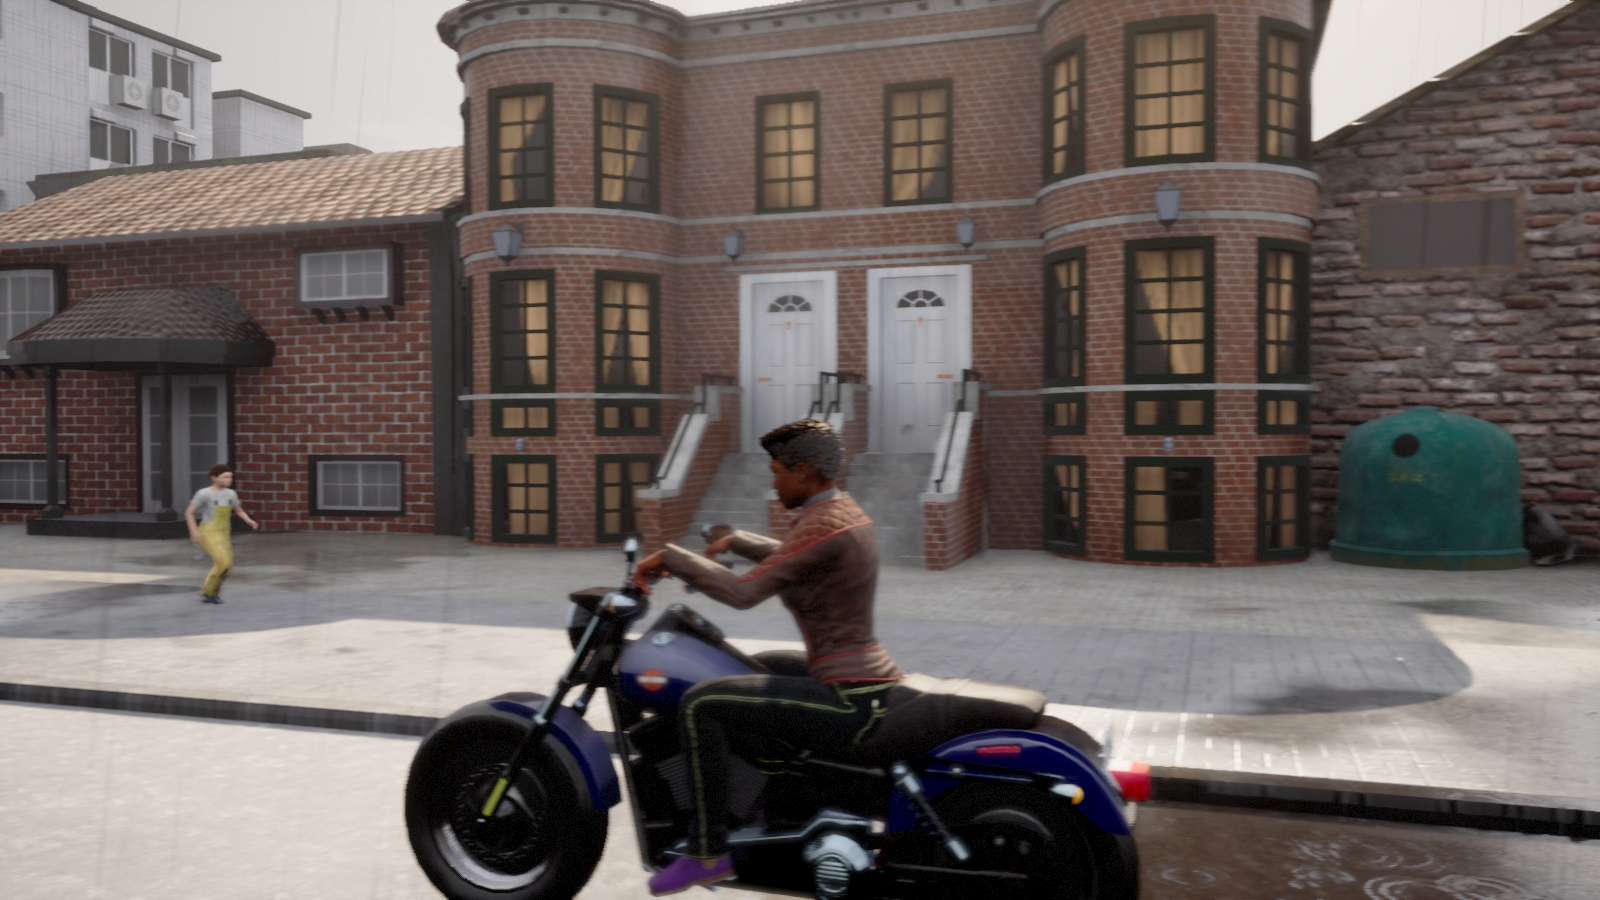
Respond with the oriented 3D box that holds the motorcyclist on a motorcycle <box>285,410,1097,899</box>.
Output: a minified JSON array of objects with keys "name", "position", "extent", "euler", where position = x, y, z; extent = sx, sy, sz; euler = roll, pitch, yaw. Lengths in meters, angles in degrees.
[{"name":"motorcyclist on a motorcycle","position":[-0.337,0.714,3.835],"extent":[2.350,1.649,0.766],"euler":[0,1,19]}]

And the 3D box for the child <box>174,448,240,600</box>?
[{"name":"child","position":[-5.061,0.621,10.726],"extent":[0.437,1.263,0.270],"euler":[0,1,17]}]
